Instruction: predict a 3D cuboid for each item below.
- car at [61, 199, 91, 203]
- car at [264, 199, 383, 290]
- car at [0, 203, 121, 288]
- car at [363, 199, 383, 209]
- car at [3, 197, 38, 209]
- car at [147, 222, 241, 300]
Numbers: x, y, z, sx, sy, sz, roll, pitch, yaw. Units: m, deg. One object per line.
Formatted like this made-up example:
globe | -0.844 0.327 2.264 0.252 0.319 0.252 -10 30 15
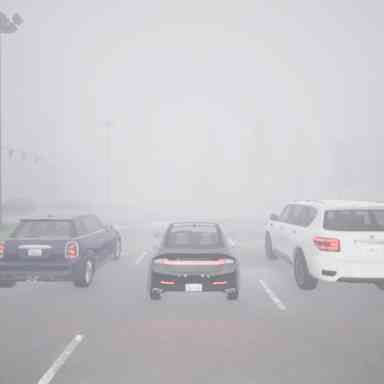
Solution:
car | -14.184 1.525 39.022 4.674 1.442 1.812 0 0 -6
car | 3.557 1.221 9.218 2.150 2.045 5.566 0 0 0
car | -3.439 1.352 9.443 2.097 1.767 4.553 0 0 0
car | 25.702 1.601 44.397 4.718 1.301 1.895 0 0 0
car | -18.369 1.352 34.437 4.553 1.767 2.097 0 0 -14
car | 0.054 1.491 8.362 2.128 1.511 4.902 0 0 1
